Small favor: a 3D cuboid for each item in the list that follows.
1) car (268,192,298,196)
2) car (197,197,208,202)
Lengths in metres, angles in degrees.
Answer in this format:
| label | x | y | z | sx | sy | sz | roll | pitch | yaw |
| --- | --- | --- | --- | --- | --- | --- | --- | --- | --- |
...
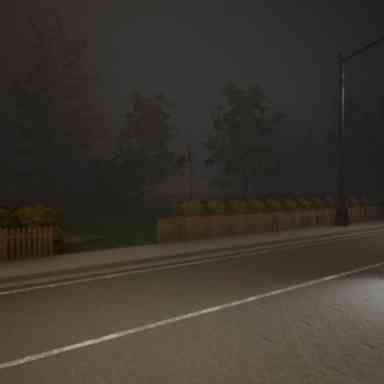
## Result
| label | x | y | z | sx | sy | sz | roll | pitch | yaw |
| --- | --- | --- | --- | --- | --- | --- | --- | --- | --- |
| car | 11.209 | 1.072 | 39.051 | 2.150 | 2.045 | 5.566 | 0 | 1 | -36 |
| car | 2.893 | 1.402 | 50.507 | 2.033 | 1.411 | 5.357 | 0 | 0 | -36 |
